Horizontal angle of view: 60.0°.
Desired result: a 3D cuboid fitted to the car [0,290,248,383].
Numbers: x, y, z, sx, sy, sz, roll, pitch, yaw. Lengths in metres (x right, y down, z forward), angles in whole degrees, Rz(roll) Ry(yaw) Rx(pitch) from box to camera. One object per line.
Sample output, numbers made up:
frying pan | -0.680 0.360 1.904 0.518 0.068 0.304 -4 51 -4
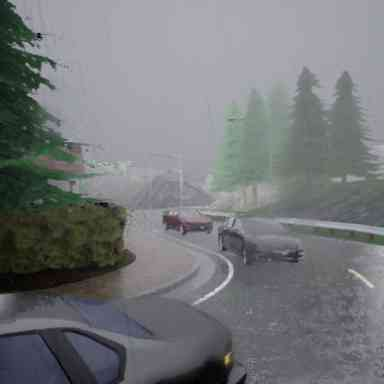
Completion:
car | -2.041 1.608 2.382 5.357 1.411 2.033 0 -1 -35

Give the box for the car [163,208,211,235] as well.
car | -0.354 1.772 21.029 1.882 1.535 5.008 0 -1 -22

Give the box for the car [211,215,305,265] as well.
car | 2.329 1.637 12.347 1.837 1.490 4.892 -1 -1 -11
